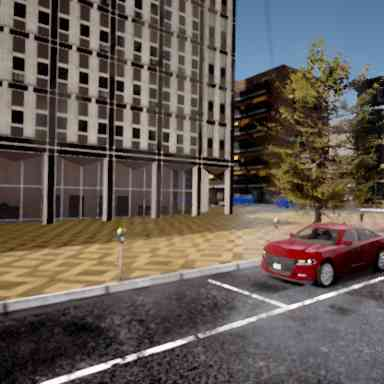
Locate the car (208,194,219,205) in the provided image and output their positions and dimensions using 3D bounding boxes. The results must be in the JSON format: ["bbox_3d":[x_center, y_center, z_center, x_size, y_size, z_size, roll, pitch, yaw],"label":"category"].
[{"bbox_3d":[2.308,1.177,54.464,2.192,1.841,5.009,2,-1,-36],"label":"car"}]

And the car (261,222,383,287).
[{"bbox_3d":[3.891,1.560,9.380,4.507,1.381,1.887,0,1,-36],"label":"car"}]

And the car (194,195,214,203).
[{"bbox_3d":[2.466,1.444,68.500,1.967,1.590,4.097,2,-1,-36],"label":"car"}]

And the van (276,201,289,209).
[{"bbox_3d":[12.235,1.250,40.796,1.690,1.788,3.998,2,-1,-36],"label":"van"}]

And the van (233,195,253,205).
[{"bbox_3d":[9.086,1.373,59.389,1.690,1.788,3.998,2,-1,-36],"label":"van"}]
